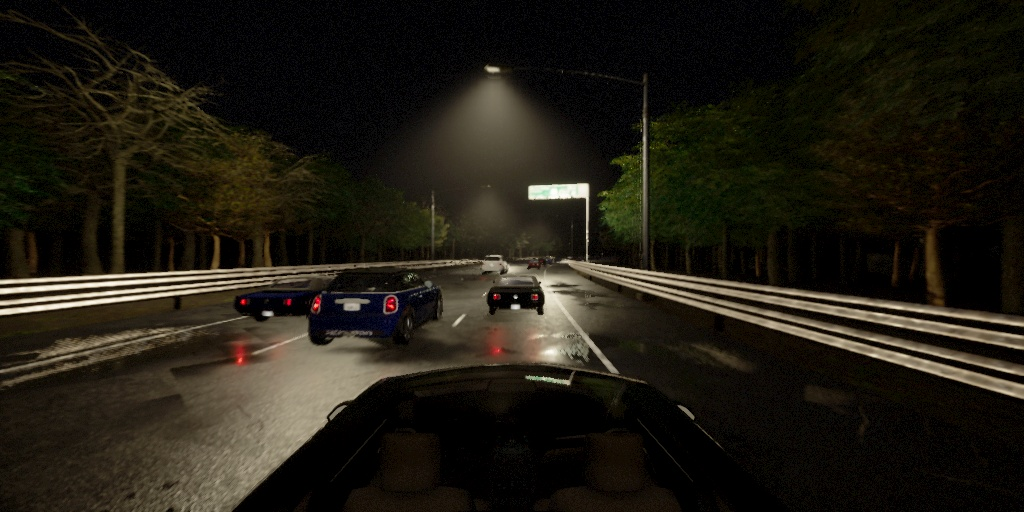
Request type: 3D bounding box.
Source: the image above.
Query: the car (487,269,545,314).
[{"bbox_3d":[0.191,1.344,13.712,1.895,1.301,4.718,0,0,2],"label":"car"}]

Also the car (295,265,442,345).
[{"bbox_3d":[-3.299,1.090,9.618,2.097,1.767,4.553,0,0,1],"label":"car"}]

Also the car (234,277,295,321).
[{"bbox_3d":[-6.793,1.329,12.300,1.895,1.301,4.718,0,0,2],"label":"car"}]

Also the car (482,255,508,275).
[{"bbox_3d":[-1.763,0.942,38.520,2.150,2.045,5.566,0,0,5],"label":"car"}]

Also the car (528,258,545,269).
[{"bbox_3d":[3.391,1.259,53.862,2.033,1.411,5.357,0,0,7],"label":"car"}]
